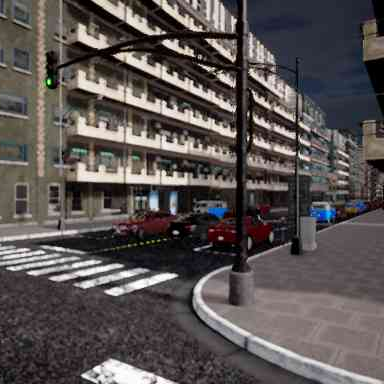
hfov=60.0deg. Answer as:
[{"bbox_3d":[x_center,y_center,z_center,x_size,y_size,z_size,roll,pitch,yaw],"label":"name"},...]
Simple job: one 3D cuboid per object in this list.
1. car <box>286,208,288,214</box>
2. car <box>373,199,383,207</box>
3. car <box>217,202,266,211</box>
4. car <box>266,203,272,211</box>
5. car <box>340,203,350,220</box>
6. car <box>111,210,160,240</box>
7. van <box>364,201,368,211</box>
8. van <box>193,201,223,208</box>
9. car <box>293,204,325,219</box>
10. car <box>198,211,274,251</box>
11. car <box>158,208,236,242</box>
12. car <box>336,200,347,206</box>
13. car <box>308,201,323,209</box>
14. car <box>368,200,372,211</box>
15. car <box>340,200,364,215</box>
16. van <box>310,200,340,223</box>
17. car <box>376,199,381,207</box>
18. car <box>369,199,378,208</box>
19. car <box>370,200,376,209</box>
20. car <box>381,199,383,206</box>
[{"bbox_3d":[13.871,2.107,43.469,1.837,1.490,4.892,0,-1,34],"label":"car"},{"bbox_3d":[46.068,2.603,82.085,2.192,1.841,5.009,-1,-1,33],"label":"car"},{"bbox_3d":[4.429,1.865,29.177,1.882,1.535,5.008,0,-1,33],"label":"car"},{"bbox_3d":[7.865,1.944,39.168,1.967,1.590,4.097,0,-1,33],"label":"car"},{"bbox_3d":[14.877,2.116,34.560,1.802,1.307,4.206,-1,-1,33],"label":"car"},{"bbox_3d":[-2.432,1.761,18.730,1.812,1.442,4.674,0,-1,33],"label":"car"},{"bbox_3d":[24.235,2.093,48.820,1.690,1.788,3.998,-1,-1,33],"label":"van"},{"bbox_3d":[1.652,1.705,29.648,1.690,1.788,3.998,0,-1,33],"label":"van"},{"bbox_3d":[12.923,2.079,36.468,2.033,1.411,5.357,0,-1,33],"label":"car"},{"bbox_3d":[2.406,1.801,15.548,1.887,1.381,4.507,0,-1,33],"label":"car"},{"bbox_3d":[0.507,1.780,17.556,1.812,1.442,4.674,0,-1,33],"label":"car"},{"bbox_3d":[39.064,2.809,86.683,2.008,1.369,4.403,-1,-1,33],"label":"car"},{"bbox_3d":[23.469,2.452,62.921,1.802,1.307,4.206,-1,-1,33],"label":"car"},{"bbox_3d":[27.354,2.408,53.568,1.802,1.307,4.206,-1,-1,33],"label":"car"},{"bbox_3d":[21.209,2.206,44.207,1.752,1.417,4.829,-1,-1,33],"label":"car"},{"bbox_3d":[11.760,1.805,29.810,1.690,1.788,3.998,-1,-1,33],"label":"van"},{"bbox_3d":[36.711,2.598,67.825,1.887,1.381,4.507,-1,-1,33],"label":"car"},{"bbox_3d":[33.592,2.559,63.072,1.802,1.307,4.206,-1,-1,33],"label":"car"},{"bbox_3d":[30.473,2.467,58.320,1.947,1.339,4.313,-1,-1,33],"label":"car"},{"bbox_3d":[39.830,2.713,72.577,1.802,1.307,4.206,-1,-1,33],"label":"car"}]
